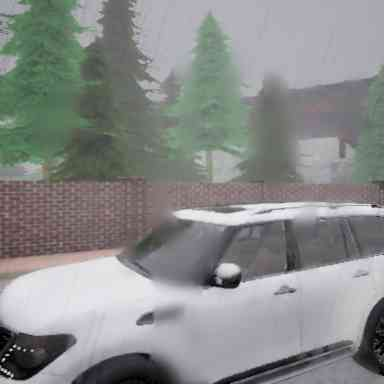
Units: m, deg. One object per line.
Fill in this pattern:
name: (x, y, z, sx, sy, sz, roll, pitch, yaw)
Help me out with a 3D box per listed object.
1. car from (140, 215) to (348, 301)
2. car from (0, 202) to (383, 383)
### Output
car: (1.299, 1.430, 8.357, 4.892, 1.490, 1.837, 0, -1, -21)
car: (0.548, 1.182, 4.247, 5.566, 2.045, 2.150, 0, 0, -27)
